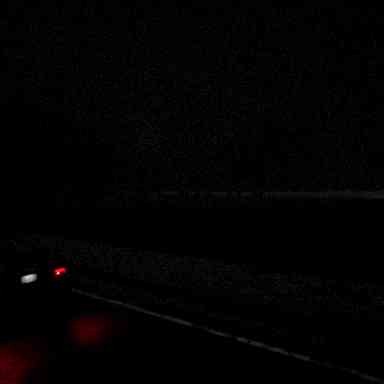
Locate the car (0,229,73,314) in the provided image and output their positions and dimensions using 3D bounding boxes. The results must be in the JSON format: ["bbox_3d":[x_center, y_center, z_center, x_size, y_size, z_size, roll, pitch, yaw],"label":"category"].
[{"bbox_3d":[-4.784,1.486,7.074,5.357,1.411,2.033,1,0,36],"label":"car"}]
